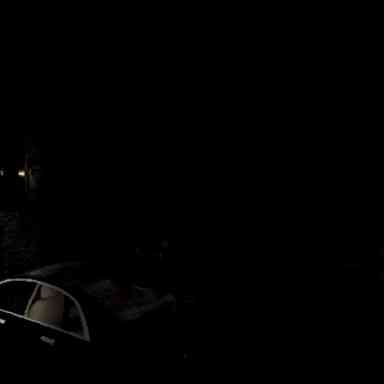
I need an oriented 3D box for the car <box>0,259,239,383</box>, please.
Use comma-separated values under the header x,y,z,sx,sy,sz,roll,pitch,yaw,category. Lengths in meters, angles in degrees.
x,y,z,sx,sy,sz,roll,pitch,yaw,category
-1.566,1.551,4.191,4.403,1.369,2.008,0,0,36,car
